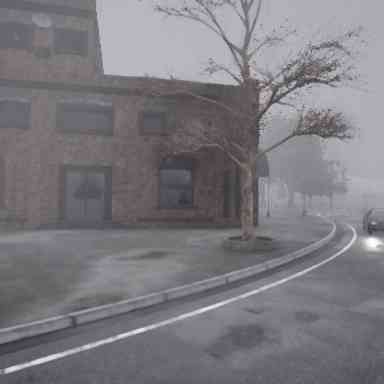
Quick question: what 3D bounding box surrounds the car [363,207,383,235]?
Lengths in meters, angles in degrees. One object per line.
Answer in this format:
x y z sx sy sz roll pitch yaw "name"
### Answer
10.853 1.596 18.852 1.812 1.442 4.674 0 0 23 "car"
